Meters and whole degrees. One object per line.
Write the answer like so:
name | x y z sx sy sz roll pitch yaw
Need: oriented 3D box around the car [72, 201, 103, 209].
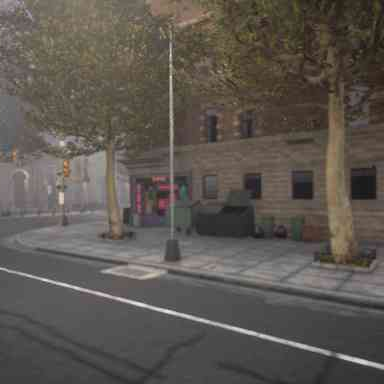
car | -16.408 2.010 52.352 1.895 1.301 4.718 -1 0 36
